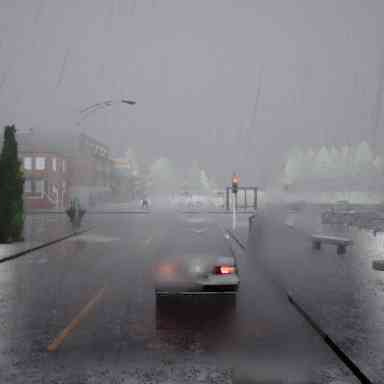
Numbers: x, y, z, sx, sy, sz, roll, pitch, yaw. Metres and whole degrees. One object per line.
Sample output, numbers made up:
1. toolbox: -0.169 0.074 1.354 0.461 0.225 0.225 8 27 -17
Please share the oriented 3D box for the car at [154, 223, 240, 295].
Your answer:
1. car: 0.099 1.547 8.879 2.033 1.411 5.357 0 0 0
